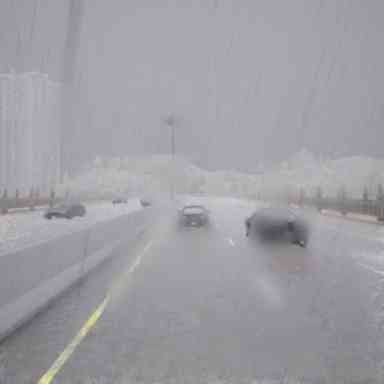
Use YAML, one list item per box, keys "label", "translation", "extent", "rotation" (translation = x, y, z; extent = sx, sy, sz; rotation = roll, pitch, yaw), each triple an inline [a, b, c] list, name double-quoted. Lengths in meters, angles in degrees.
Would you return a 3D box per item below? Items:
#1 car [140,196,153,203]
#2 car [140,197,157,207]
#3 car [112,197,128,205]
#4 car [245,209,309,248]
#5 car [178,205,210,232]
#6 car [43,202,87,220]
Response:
- label: "car"
  translation: [-9.362, 1.594, 68.284]
  extent: [1.895, 1.301, 4.718]
  rotation: [0, 0, 2]
- label: "car"
  translation: [-6.454, 1.477, 50.273]
  extent: [1.882, 1.535, 5.008]
  rotation: [0, 0, 2]
- label: "car"
  translation: [-13.111, 1.601, 60.526]
  extent: [1.895, 1.301, 4.718]
  rotation: [0, 0, 2]
- label: "car"
  translation: [3.607, 1.477, 14.922]
  extent: [1.882, 1.535, 5.008]
  rotation: [0, 0, 0]
- label: "car"
  translation: [0.111, 1.525, 19.935]
  extent: [1.812, 1.442, 4.674]
  rotation: [0, 0, 0]
- label: "car"
  translation: [-10.535, 1.547, 28.095]
  extent: [2.033, 1.411, 5.357]
  rotation: [0, 0, 1]
